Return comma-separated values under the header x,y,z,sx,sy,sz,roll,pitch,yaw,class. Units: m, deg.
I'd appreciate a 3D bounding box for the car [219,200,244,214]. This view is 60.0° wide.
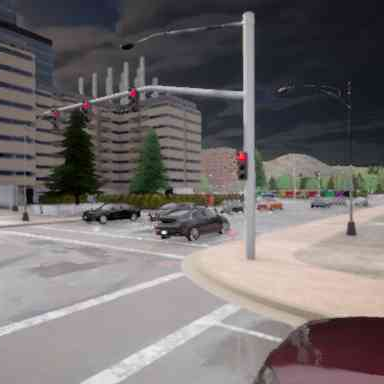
x,y,z,sx,sy,sz,roll,pitch,yaw,class
4.073,1.592,34.502,2.128,1.511,4.902,0,0,36,car

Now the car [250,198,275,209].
x,y,z,sx,sy,sz,roll,pitch,yaw,class
10.439,1.685,49.160,1.994,1.385,4.181,0,0,36,car

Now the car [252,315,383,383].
x,y,z,sx,sy,sz,roll,pitch,yaw,class
2.500,1.560,2.248,4.181,1.385,1.994,0,0,35,car

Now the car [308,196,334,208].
x,y,z,sx,sy,sz,roll,pitch,yaw,class
18.736,1.643,48.383,1.994,1.385,4.181,0,0,35,car

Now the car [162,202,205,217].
x,y,z,sx,sy,sz,roll,pitch,yaw,class
-0.788,1.721,33.766,1.895,1.301,4.718,0,0,36,car

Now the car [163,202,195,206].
x,y,z,sx,sy,sz,roll,pitch,yaw,class
-1.457,1.604,26.890,1.837,1.490,4.892,0,0,36,car

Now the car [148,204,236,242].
x,y,z,sx,sy,sz,roll,pitch,yaw,class
0.132,1.562,16.951,1.837,1.490,4.892,-2,-1,35,car

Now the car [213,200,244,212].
x,y,z,sx,sy,sz,roll,pitch,yaw,class
4.548,1.685,41.098,1.994,1.385,4.181,0,0,36,car

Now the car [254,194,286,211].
x,y,z,sx,sy,sz,roll,pitch,yaw,class
9.894,1.453,42.493,2.097,1.767,4.553,0,0,36,car

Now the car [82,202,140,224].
x,y,z,sx,sy,sz,roll,pitch,yaw,class
-6.276,1.598,26.211,1.882,1.535,5.008,0,0,36,car

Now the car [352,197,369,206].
x,y,z,sx,sy,sz,roll,pitch,yaw,class
27.521,1.585,54.538,1.812,1.442,4.674,0,0,36,car

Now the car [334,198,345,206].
x,y,z,sx,sy,sz,roll,pitch,yaw,class
24.698,1.681,56.604,1.895,1.301,4.718,0,0,36,car
